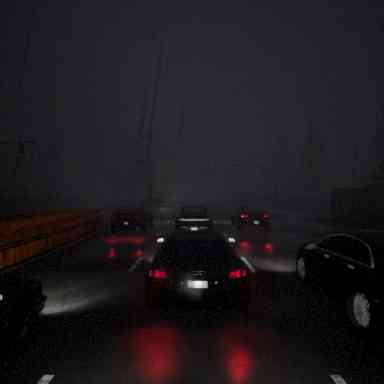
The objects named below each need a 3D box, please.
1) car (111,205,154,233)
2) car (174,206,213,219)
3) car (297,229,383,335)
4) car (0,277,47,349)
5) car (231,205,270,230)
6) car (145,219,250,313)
[{"bbox_3d":[-3.400,1.478,19.635,1.882,1.535,5.008,0,0,0],"label":"car"},{"bbox_3d":[0.099,1.492,17.697,2.128,1.511,4.902,0,0,0],"label":"car"},{"bbox_3d":[3.600,1.507,6.667,1.837,1.490,4.892,0,1,0],"label":"car"},{"bbox_3d":[-3.398,1.548,3.213,2.033,1.411,5.357,0,0,0],"label":"car"},{"bbox_3d":[3.599,1.526,20.887,1.812,1.442,4.674,0,0,0],"label":"car"},{"bbox_3d":[0.100,1.564,7.748,1.994,1.385,4.181,0,0,0],"label":"car"}]
